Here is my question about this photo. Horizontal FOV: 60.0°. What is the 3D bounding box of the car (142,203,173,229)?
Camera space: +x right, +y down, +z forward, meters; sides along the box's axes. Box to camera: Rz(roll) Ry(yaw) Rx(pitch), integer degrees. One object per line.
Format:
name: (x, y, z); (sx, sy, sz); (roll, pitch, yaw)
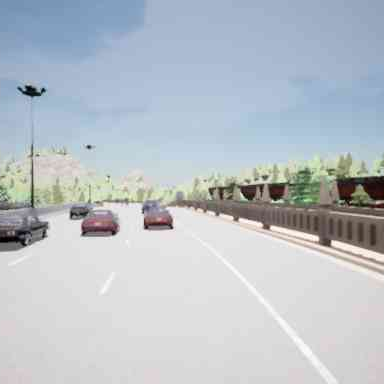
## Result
car: (-2.430, 1.761, 23.607); (1.994, 1.385, 4.181); (0, 0, -8)

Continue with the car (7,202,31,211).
car: (-23.907, 2.091, 47.076); (1.994, 1.385, 4.181); (0, -1, -8)

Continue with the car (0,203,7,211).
car: (-17.233, 1.864, 26.635); (2.033, 1.411, 5.357); (0, 0, -9)

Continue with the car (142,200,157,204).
car: (-5.102, 1.709, 41.052); (2.097, 1.767, 4.553); (0, 0, -9)

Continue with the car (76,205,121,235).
car: (-5.484, 1.754, 20.368); (1.994, 1.385, 4.181); (0, 0, -8)

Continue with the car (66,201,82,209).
car: (-23.204, 2.599, 65.797); (2.033, 1.411, 5.357); (0, -3, -9)

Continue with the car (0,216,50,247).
car: (-8.352, 1.773, 15.918); (1.895, 1.301, 4.718); (0, 0, -8)

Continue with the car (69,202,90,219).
car: (-11.017, 1.825, 33.504); (2.128, 1.511, 4.902); (0, 0, -9)
